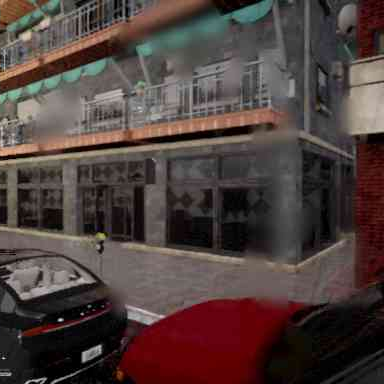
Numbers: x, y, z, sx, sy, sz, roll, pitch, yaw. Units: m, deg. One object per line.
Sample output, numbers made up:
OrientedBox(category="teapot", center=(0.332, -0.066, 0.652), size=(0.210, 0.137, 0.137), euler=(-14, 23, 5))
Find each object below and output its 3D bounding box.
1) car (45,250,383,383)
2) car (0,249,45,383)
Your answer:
OrientedBox(category="car", center=(1.710, 1.318, 1.657), size=(5.009, 1.841, 2.192), euler=(0, 0, 36))
OrientedBox(category="car", center=(-2.875, 1.529, 4.927), size=(4.403, 1.369, 2.008), euler=(0, 0, 36))
